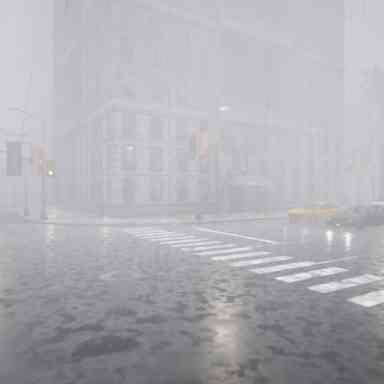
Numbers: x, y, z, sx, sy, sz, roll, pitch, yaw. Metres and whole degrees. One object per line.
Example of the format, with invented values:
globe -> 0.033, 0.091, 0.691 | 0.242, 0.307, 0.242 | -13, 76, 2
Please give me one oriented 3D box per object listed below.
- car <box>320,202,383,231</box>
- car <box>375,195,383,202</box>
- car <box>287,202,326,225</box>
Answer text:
car -> 10.839, 1.547, 20.935 | 5.357, 1.411, 2.033 | 0, 0, -32
car -> 17.732, 1.221, 29.208 | 5.566, 2.045, 2.150 | 0, 0, -31
car -> 9.031, 1.478, 23.928 | 5.008, 1.535, 1.882 | 0, 0, -31
